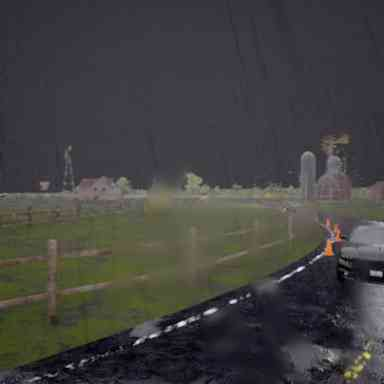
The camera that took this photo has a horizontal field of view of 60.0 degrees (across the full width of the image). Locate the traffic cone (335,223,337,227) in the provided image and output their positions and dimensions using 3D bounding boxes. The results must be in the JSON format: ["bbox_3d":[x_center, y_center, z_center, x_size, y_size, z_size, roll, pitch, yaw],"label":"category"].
[{"bbox_3d":[9.441,2.319,21.769,0.340,0.580,0.340,0,-1,19],"label":"traffic cone"}]

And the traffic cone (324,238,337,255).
[{"bbox_3d":[5.438,2.182,13.198,0.340,0.580,0.340,0,-1,32],"label":"traffic cone"}]

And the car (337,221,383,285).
[{"bbox_3d":[5.593,1.651,9.794,1.882,1.535,5.008,0,-1,32],"label":"car"}]

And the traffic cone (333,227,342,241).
[{"bbox_3d":[7.664,2.251,17.363,0.340,0.580,0.340,0,-1,25],"label":"traffic cone"}]

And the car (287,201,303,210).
[{"bbox_3d":[16.864,2.234,54.669,2.128,1.511,4.902,0,-1,7],"label":"car"}]

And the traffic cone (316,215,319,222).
[{"bbox_3d":[11.639,2.447,31.001,0.340,0.580,0.340,0,-1,8],"label":"traffic cone"}]
